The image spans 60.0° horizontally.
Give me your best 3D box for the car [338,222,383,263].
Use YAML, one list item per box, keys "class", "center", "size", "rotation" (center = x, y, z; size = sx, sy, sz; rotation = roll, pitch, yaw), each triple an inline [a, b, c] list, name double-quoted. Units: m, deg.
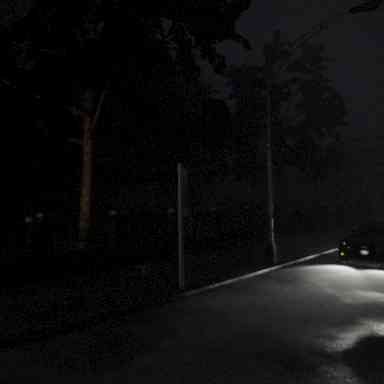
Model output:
- class: "car"
  center: [7.119, 1.845, 12.540]
  size: [1.994, 1.385, 4.181]
  rotation: [-2, -2, 44]
